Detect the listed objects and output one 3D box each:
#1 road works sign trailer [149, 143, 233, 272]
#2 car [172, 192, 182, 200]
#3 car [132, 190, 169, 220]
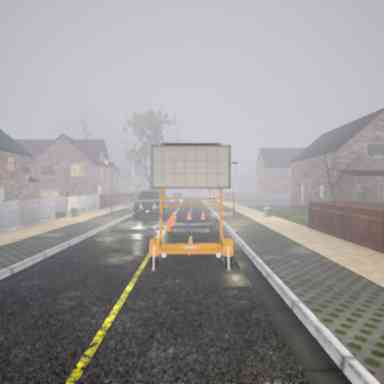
[{"bbox_3d":[-0.025,0.302,10.197,2.380,3.560,2.880,0,1,0],"label":"road works sign trailer"},{"bbox_3d":[-2.942,0.706,65.254,1.882,1.535,5.008,0,1,0],"label":"car"},{"bbox_3d":[-2.913,0.864,24.417,2.150,2.045,5.566,0,1,0],"label":"car"}]
